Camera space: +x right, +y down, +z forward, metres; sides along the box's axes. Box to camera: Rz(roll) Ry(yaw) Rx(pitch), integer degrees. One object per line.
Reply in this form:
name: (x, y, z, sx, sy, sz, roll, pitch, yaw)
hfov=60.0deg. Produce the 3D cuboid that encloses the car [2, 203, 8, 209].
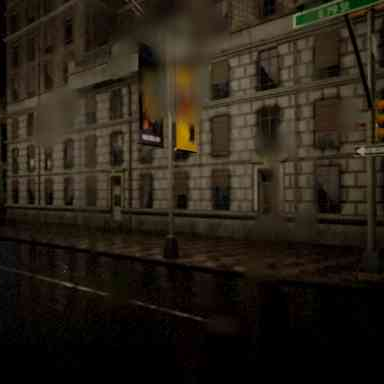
car: (-25.842, 1.864, 50.820, 2.033, 1.411, 5.357, 0, 0, 36)
